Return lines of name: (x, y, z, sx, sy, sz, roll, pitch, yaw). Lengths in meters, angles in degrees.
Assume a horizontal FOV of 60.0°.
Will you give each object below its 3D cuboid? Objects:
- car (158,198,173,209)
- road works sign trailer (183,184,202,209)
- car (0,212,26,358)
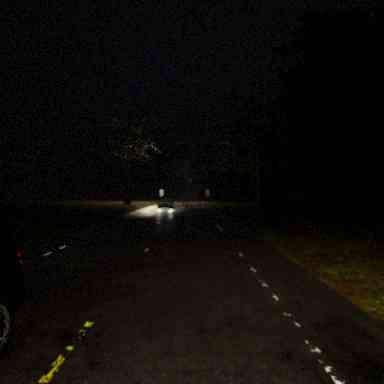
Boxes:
car: (-3.589, 1.575, 45.593, 1.812, 1.442, 4.674, 0, 0, 0)
road works sign trailer: (0.154, 0.518, 47.141, 2.380, 3.560, 2.880, 0, 0, -5)
car: (-3.589, 1.221, 2.804, 2.150, 2.045, 5.566, 0, 0, 0)
